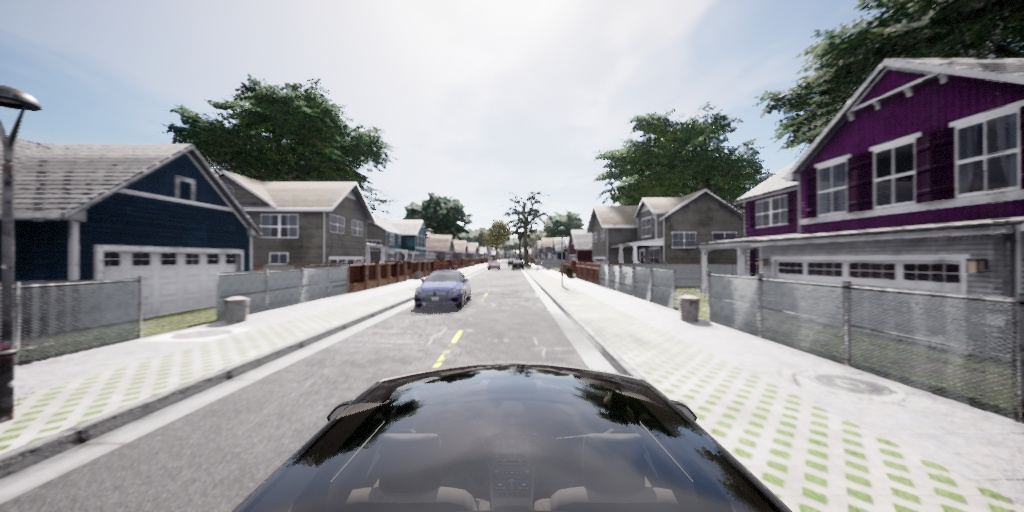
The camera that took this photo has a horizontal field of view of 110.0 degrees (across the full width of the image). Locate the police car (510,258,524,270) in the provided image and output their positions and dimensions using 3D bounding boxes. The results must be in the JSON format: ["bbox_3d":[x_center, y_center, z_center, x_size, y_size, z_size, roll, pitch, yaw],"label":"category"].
[{"bbox_3d":[0.969,1.343,58.662,1.930,1.638,5.238,0,0,0],"label":"police car"}]

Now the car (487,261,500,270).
[{"bbox_3d":[-2.805,1.438,55.795,1.812,1.442,4.674,0,0,0],"label":"car"}]

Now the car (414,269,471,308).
[{"bbox_3d":[-2.841,1.322,15.523,1.812,1.442,4.674,0,0,0],"label":"car"}]
